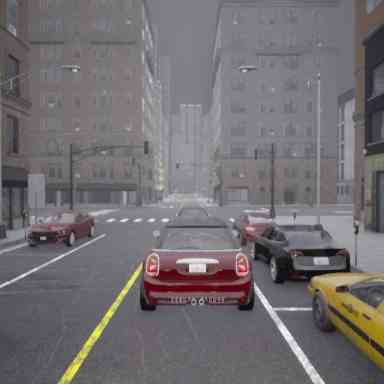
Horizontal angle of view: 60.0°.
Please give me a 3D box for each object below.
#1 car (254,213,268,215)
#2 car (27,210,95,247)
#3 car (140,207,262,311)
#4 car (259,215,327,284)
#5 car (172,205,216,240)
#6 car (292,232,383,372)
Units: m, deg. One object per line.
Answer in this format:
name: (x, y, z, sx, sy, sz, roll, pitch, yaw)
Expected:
car: (2.839, 1.573, 15.002, 1.802, 1.307, 4.206, -1, 0, 0)
car: (-5.707, 1.535, 14.983, 1.887, 1.381, 4.507, -1, 0, 0)
car: (0.086, 1.347, 7.920, 2.097, 1.767, 4.553, 0, 0, 0)
car: (2.849, 1.560, 9.416, 1.947, 1.339, 4.313, -1, 0, 0)
car: (0.064, 1.536, 18.159, 2.033, 1.411, 5.357, 0, 0, 0)
car: (2.859, 1.523, 4.000, 1.752, 1.417, 4.829, -1, 0, 0)
